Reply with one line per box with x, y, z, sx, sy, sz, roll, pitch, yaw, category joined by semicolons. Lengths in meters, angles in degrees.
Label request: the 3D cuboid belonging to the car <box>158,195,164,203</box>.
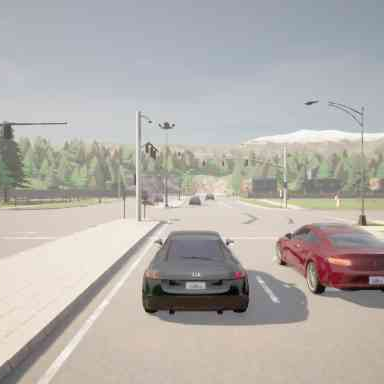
-7.314;1.362;71.076;2.097;1.767;4.553;0;0;1;car

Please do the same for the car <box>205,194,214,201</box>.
4.335;1.197;82.023;2.097;1.767;4.553;0;0;1;car

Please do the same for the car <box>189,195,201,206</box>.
0.491;1.569;56.671;1.994;1.385;4.181;0;0;1;car

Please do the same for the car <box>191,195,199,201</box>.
0.836;1.437;82.127;1.895;1.301;4.718;0;0;1;car

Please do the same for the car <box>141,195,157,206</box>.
-7.608;1.359;55.589;2.097;1.767;4.553;0;0;1;car

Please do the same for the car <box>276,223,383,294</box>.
3.554;1.527;8.671;1.812;1.442;4.674;0;0;0;car

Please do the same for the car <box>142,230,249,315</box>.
0.056;1.565;7.668;1.994;1.385;4.181;0;0;0;car
